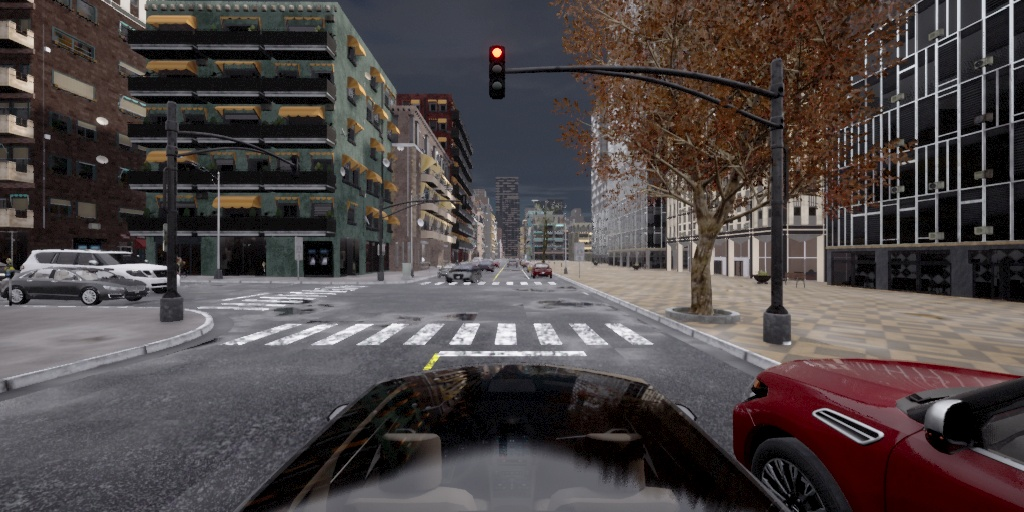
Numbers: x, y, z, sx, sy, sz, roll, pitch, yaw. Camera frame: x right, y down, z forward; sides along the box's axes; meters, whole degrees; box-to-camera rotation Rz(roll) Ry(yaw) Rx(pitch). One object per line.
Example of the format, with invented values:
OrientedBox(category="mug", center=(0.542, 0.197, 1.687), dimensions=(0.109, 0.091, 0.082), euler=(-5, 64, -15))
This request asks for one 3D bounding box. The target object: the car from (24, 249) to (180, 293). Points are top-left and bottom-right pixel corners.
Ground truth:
OrientedBox(category="car", center=(-18.432, 0.738, 16.164), dimensions=(5.566, 2.045, 2.150), euler=(1, 0, -1))

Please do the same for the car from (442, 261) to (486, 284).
OrientedBox(category="car", center=(-3.529, 1.322, 27.163), dimensions=(1.994, 1.385, 4.181), euler=(0, 0, 7))

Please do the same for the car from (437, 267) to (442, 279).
OrientedBox(category="car", center=(-5.700, 1.312, 33.015), dimensions=(2.007, 1.370, 4.403), euler=(0, 0, 0))

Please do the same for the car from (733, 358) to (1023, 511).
OrientedBox(category="car", center=(2.691, 1.065, 0.631), dimensions=(2.192, 1.841, 5.009), euler=(0, 0, 0))

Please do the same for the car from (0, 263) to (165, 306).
OrientedBox(category="car", center=(-16.439, 1.091, 13.596), dimensions=(4.403, 1.370, 2.007), euler=(0, 0, -1))

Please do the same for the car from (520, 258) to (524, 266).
OrientedBox(category="car", center=(2.670, 1.375, 60.681), dimensions=(1.802, 1.307, 4.207), euler=(0, 0, 0))

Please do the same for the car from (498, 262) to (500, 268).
OrientedBox(category="car", center=(-3.088, 1.394, 60.772), dimensions=(1.895, 1.301, 4.718), euler=(0, 0, 0))

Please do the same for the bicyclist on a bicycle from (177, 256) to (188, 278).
OrientedBox(category="bicyclist on a bicycle", center=(-23.177, 0.761, 24.854), dimensions=(0.582, 1.620, 1.656), euler=(1, 0, -1))

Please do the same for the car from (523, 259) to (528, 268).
OrientedBox(category="car", center=(2.676, 1.298, 44.253), dimensions=(1.751, 1.417, 4.829), euler=(0, 0, 0))

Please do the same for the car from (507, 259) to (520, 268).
OrientedBox(category="car", center=(0.078, 1.289, 64.494), dimensions=(2.128, 1.511, 4.902), euler=(0, 0, 0))

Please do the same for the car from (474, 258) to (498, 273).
OrientedBox(category="car", center=(-3.113, 1.320, 44.002), dimensions=(2.033, 1.411, 5.357), euler=(0, 0, 0))

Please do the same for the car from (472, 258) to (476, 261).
OrientedBox(category="car", center=(-5.704, 1.323, 44.081), dimensions=(2.007, 1.370, 4.403), euler=(0, 0, 0))

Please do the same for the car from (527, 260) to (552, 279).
OrientedBox(category="car", center=(2.680, 1.307, 33.018), dimensions=(1.888, 1.381, 4.507), euler=(0, 0, 0))

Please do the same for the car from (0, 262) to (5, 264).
OrientedBox(category="car", center=(-33.196, 0.869, 21.801), dimensions=(4.403, 1.370, 2.007), euler=(0, 0, -1))
